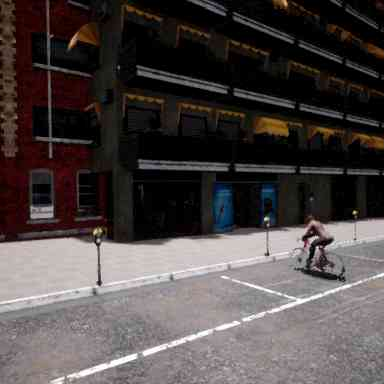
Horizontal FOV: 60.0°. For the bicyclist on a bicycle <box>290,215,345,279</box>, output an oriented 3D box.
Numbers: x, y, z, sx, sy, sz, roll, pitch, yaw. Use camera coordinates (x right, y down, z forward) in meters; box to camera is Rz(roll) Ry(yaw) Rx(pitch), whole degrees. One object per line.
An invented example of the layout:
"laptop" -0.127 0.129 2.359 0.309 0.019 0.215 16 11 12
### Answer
"bicyclist on a bicycle" 3.325 1.450 8.986 0.582 1.620 1.656 0 -1 -37
